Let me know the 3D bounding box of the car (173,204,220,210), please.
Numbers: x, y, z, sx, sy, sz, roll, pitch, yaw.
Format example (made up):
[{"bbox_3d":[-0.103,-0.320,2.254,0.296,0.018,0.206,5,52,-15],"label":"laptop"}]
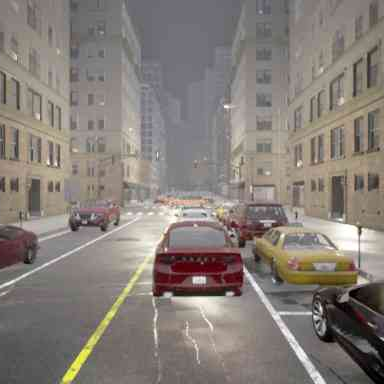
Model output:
[{"bbox_3d":[0.129,1.505,16.113,1.812,1.442,4.674,0,0,0],"label":"car"}]

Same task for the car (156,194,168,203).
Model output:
[{"bbox_3d":[-5.636,1.204,63.307,1.967,1.590,4.097,1,0,0],"label":"car"}]

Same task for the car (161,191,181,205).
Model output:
[{"bbox_3d":[-3.051,1.187,51.711,2.097,1.767,4.553,0,0,2],"label":"car"}]

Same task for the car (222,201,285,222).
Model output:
[{"bbox_3d":[2.795,1.298,14.651,2.192,1.841,5.009,0,0,0],"label":"car"}]

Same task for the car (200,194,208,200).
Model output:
[{"bbox_3d":[2.919,1.225,79.556,1.802,1.307,4.206,1,0,0],"label":"car"}]

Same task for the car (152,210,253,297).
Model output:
[{"bbox_3d":[0.088,1.470,8.611,1.882,1.535,5.008,0,0,-1],"label":"car"}]

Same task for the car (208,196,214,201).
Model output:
[{"bbox_3d":[2.877,1.349,57.860,2.008,1.369,4.403,0,0,0],"label":"car"}]

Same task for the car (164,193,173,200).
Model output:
[{"bbox_3d":[-5.605,1.083,79.577,1.967,1.590,4.097,1,0,0],"label":"car"}]

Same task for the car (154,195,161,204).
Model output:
[{"bbox_3d":[-5.648,1.343,57.883,1.887,1.381,4.507,0,0,0],"label":"car"}]

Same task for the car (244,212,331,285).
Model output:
[{"bbox_3d":[2.784,1.517,9.267,1.752,1.417,4.829,0,0,0],"label":"car"}]

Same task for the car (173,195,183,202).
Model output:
[{"bbox_3d":[-2.868,1.266,70.445,1.994,1.385,4.181,0,0,0],"label":"car"}]

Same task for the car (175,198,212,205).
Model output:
[{"bbox_3d":[0.121,1.446,25.255,2.128,1.511,4.902,0,0,0],"label":"car"}]

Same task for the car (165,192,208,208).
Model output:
[{"bbox_3d":[-0.647,1.247,40.910,4.553,1.767,2.097,0,0,0],"label":"car"}]

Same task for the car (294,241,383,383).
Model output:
[{"bbox_3d":[2.772,1.565,3.546,1.947,1.339,4.313,0,0,0],"label":"car"}]

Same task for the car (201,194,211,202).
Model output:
[{"bbox_3d":[2.899,1.250,68.876,1.752,1.417,4.829,1,0,0],"label":"car"}]

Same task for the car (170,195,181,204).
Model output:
[{"bbox_3d":[-2.953,1.285,60.716,1.837,1.490,4.892,0,0,0],"label":"car"}]

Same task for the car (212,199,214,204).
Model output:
[{"bbox_3d":[2.815,1.478,25.926,1.752,1.417,4.829,0,0,0],"label":"car"}]

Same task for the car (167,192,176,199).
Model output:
[{"bbox_3d":[-5.583,0.870,90.421,2.192,1.841,5.009,1,0,0],"label":"car"}]

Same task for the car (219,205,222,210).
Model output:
[{"bbox_3d":[2.805,1.552,20.202,1.802,1.307,4.206,0,0,0],"label":"car"}]

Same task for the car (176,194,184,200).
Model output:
[{"bbox_3d":[-2.849,1.158,80.713,1.812,1.442,4.674,0,0,0],"label":"car"}]

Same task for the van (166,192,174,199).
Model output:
[{"bbox_3d":[-5.593,0.941,84.999,1.690,1.788,3.998,1,0,0],"label":"van"}]

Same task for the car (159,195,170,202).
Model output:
[{"bbox_3d":[-5.627,1.270,68.731,1.887,1.381,4.507,1,0,0],"label":"car"}]

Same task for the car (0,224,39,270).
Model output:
[{"bbox_3d":[-5.743,1.574,9.120,1.802,1.307,4.206,0,0,0],"label":"car"}]

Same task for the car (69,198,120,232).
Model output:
[{"bbox_3d":[-5.720,1.285,20.225,2.192,1.841,5.009,0,0,0],"label":"car"}]
